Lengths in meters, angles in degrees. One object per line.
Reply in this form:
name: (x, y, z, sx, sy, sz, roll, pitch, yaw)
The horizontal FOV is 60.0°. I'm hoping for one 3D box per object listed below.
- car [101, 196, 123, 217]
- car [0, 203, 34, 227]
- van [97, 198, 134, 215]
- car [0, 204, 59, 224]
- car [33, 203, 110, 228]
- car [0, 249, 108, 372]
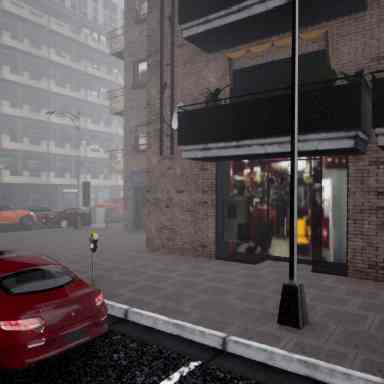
car: (-7.761, 1.485, 34.612, 2.150, 2.045, 5.566, 1, 0, 36)
car: (-12.876, 1.503, 22.163, 2.097, 1.767, 4.553, 0, 0, 39)
van: (-8.636, 1.606, 37.821, 1.690, 1.788, 3.998, 0, -1, 36)
car: (-13.244, 1.727, 26.979, 1.994, 1.385, 4.181, 1, 0, 36)
car: (-8.461, 1.756, 23.702, 1.887, 1.381, 4.507, 0, -1, 36)
car: (-3.085, 1.582, 5.205, 4.206, 1.307, 1.802, 0, 0, 36)
